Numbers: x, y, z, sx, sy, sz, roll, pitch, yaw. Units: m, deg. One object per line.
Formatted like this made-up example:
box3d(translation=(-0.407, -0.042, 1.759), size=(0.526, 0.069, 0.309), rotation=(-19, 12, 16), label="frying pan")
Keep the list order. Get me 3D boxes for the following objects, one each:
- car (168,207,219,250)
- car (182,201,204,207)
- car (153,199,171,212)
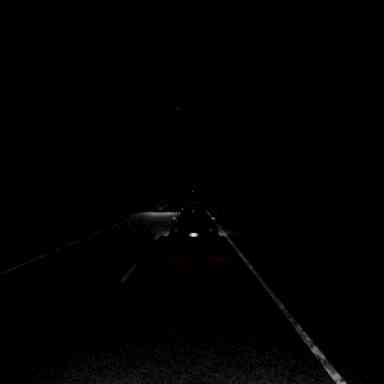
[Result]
box3d(translation=(0.076, 1.573, 14.421), size=(1.994, 1.385, 4.181), rotation=(0, 0, 0), label="car")
box3d(translation=(0.085, 1.539, 30.526), size=(1.882, 1.535, 5.008), rotation=(0, 0, 0), label="car")
box3d(translation=(-3.569, 1.627, 40.011), size=(1.812, 1.442, 4.674), rotation=(0, 0, 0), label="car")
